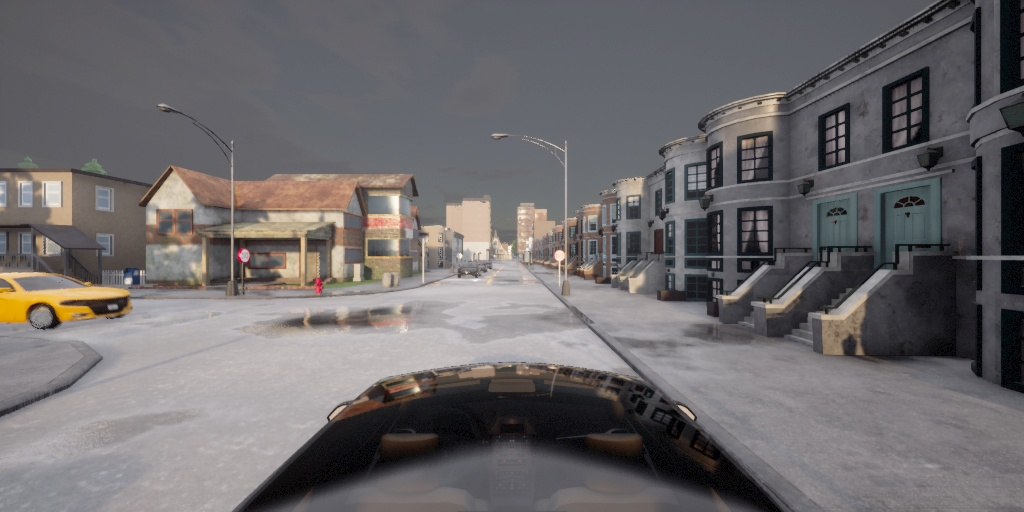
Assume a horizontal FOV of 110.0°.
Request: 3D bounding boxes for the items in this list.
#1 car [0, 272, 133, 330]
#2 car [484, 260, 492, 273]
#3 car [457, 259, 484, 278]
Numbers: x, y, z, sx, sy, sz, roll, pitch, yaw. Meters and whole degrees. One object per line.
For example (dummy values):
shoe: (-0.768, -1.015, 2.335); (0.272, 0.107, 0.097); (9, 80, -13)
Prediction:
car: (-14.192, 1.227, 10.498); (5.008, 1.535, 1.882); (0, 0, 0)
car: (-3.980, 1.242, 43.570); (2.128, 1.511, 4.902); (0, 0, 0)
car: (-4.015, 1.255, 34.195); (1.837, 1.490, 4.892); (0, 0, 0)
